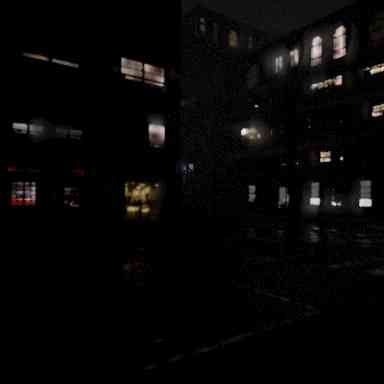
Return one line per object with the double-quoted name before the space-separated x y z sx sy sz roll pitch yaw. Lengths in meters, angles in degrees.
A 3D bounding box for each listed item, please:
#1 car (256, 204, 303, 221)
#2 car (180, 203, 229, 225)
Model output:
"car" 7.465 1.715 28.918 2.008 1.369 4.403 0 -1 -35
"car" 0.834 1.517 24.200 1.967 1.590 4.097 0 -1 -35
